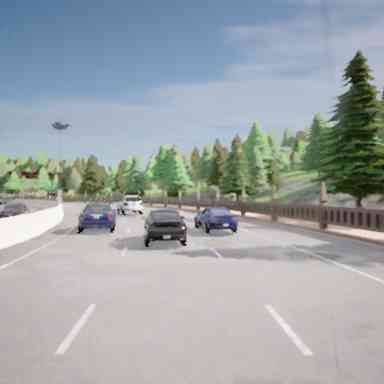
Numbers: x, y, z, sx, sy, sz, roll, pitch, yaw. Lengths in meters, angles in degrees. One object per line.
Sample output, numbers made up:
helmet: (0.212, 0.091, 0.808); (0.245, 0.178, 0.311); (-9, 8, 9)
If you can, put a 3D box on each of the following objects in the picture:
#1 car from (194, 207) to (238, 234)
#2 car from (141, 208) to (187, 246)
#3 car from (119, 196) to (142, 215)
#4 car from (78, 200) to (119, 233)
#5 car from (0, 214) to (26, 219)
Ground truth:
car: (1.393, 1.642, 20.256); (1.812, 1.442, 4.674); (0, 0, -11)
car: (-1.376, 1.600, 15.996); (1.837, 1.490, 4.892); (0, 0, -8)
car: (-7.043, 1.446, 37.267); (2.150, 2.045, 5.566); (0, 0, -21)
car: (-5.910, 1.483, 21.111); (2.097, 1.767, 4.553); (0, 0, -12)
car: (-15.667, 1.693, 29.565); (1.837, 1.490, 4.892); (0, -1, -19)
